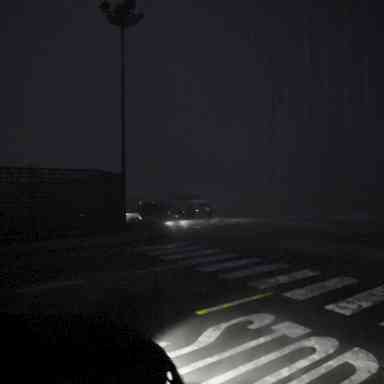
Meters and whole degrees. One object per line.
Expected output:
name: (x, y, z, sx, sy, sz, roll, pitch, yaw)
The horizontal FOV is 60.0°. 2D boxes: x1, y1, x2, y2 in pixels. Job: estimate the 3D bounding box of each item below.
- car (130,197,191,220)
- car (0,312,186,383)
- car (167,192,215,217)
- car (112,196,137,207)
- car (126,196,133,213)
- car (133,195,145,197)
car: (-2.640, 1.397, 26.612, 2.033, 1.411, 5.357, -1, 0, -36)
car: (-2.056, 1.567, 2.290, 4.181, 1.385, 1.994, -1, 0, -35)
car: (-0.317, 1.047, 29.373, 2.150, 2.045, 5.566, -1, 0, -36)
car: (-10.081, 1.303, 49.385, 1.837, 1.490, 4.892, -1, 0, -36)
car: (-7.998, 1.414, 34.106, 1.994, 1.385, 4.181, -1, 0, -35)
car: (-5.893, 1.177, 37.171, 2.097, 1.767, 4.553, -1, 0, -36)
